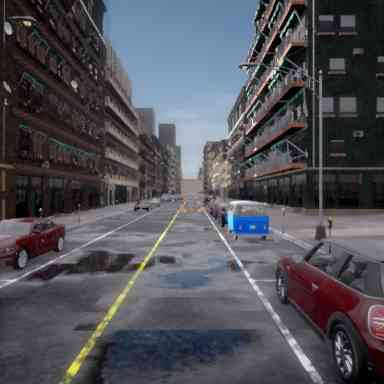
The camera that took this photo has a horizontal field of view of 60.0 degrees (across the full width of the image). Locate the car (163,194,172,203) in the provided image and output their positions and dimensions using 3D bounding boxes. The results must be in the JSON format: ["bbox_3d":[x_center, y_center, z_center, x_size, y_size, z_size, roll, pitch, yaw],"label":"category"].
[{"bbox_3d":[-5.689,1.407,67.375,1.967,1.590,4.097,0,0,0],"label":"car"}]

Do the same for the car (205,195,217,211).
[{"bbox_3d":[2.692,1.429,33.553,1.967,1.590,4.097,0,0,0],"label":"car"}]

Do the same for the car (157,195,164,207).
[{"bbox_3d":[-5.689,1.505,50.295,1.752,1.417,4.829,0,0,0],"label":"car"}]

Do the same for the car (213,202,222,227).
[{"bbox_3d":[2.691,1.560,22.280,1.947,1.339,4.313,0,0,0],"label":"car"}]

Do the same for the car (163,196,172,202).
[{"bbox_3d":[-5.690,1.541,78.648,1.802,1.307,4.206,0,0,0],"label":"car"}]

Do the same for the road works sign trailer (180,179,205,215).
[{"bbox_3d":[0.000,0.453,33.684,2.380,3.560,2.880,0,0,0],"label":"road works sign trailer"}]

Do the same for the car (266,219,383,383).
[{"bbox_3d":[2.692,1.439,5.370,1.967,1.590,4.097,0,0,0],"label":"car"}]

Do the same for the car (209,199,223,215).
[{"bbox_3d":[2.692,1.536,27.916,1.887,1.381,4.507,0,0,0],"label":"car"}]

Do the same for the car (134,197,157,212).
[{"bbox_3d":[-5.689,1.552,39.191,1.947,1.339,4.313,0,0,0],"label":"car"}]

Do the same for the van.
[{"bbox_3d":[2.692,1.337,16.643,1.690,1.788,3.998,0,0,0],"label":"van"}]

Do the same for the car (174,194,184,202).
[{"bbox_3d":[-3.001,1.275,75.989,2.097,1.767,4.553,0,0,0],"label":"car"}]

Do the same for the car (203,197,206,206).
[{"bbox_3d":[2.692,1.537,39.188,2.008,1.369,4.403,0,0,0],"label":"car"}]

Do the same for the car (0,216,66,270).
[{"bbox_3d":[-5.689,1.542,11.010,1.887,1.381,4.507,0,0,0],"label":"car"}]

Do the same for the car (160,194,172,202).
[{"bbox_3d":[-5.688,1.278,73.011,2.192,1.841,5.009,0,0,0],"label":"car"}]

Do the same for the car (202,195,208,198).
[{"bbox_3d":[2.693,1.295,50.461,2.192,1.841,5.009,0,0,0],"label":"car"}]
